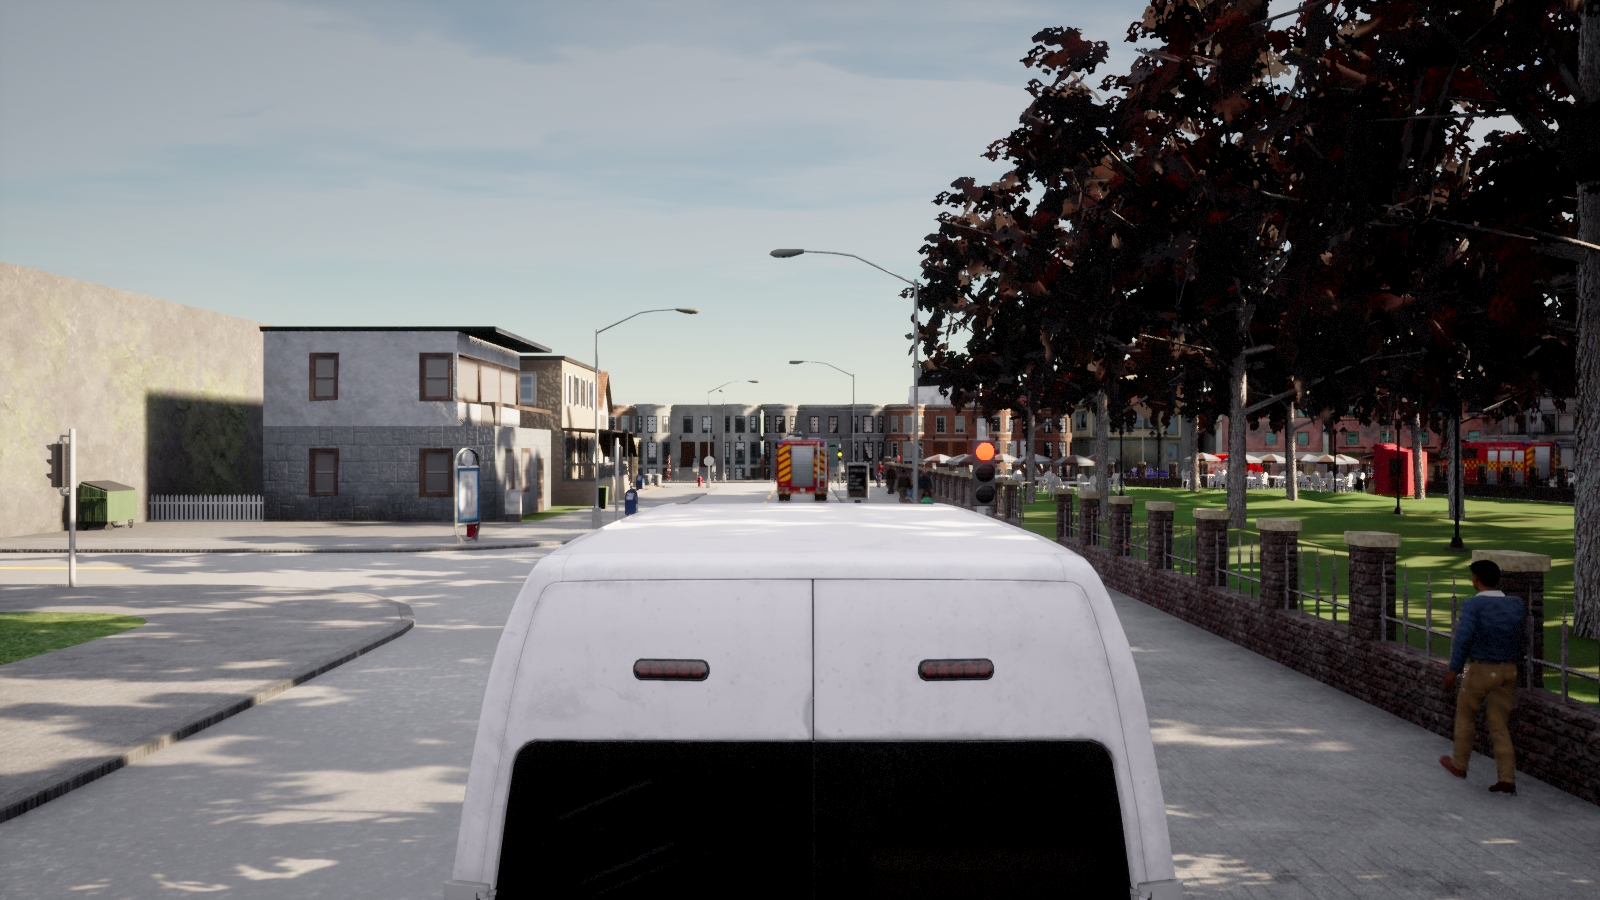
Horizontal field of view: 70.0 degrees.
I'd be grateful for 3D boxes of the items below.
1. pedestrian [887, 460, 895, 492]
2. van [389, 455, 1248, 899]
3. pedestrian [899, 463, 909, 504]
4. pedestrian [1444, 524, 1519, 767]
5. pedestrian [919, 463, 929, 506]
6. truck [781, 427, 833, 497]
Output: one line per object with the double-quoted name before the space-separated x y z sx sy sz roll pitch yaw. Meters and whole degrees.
"pedestrian" 5.381 1.525 67.529 0.375 1.860 0.375 0 0 -26
"van" 0.036 1.314 5.605 1.988 2.561 5.915 0 0 0
"pedestrian" 4.698 1.525 51.677 0.375 1.860 0.375 0 0 -6
"pedestrian" 5.384 1.526 9.036 0.375 1.860 0.375 0 0 0
"pedestrian" 5.441 1.525 50.267 0.375 1.860 0.375 0 0 -2
"truck" 0.403 0.670 67.034 2.891 3.827 8.468 0 0 0
